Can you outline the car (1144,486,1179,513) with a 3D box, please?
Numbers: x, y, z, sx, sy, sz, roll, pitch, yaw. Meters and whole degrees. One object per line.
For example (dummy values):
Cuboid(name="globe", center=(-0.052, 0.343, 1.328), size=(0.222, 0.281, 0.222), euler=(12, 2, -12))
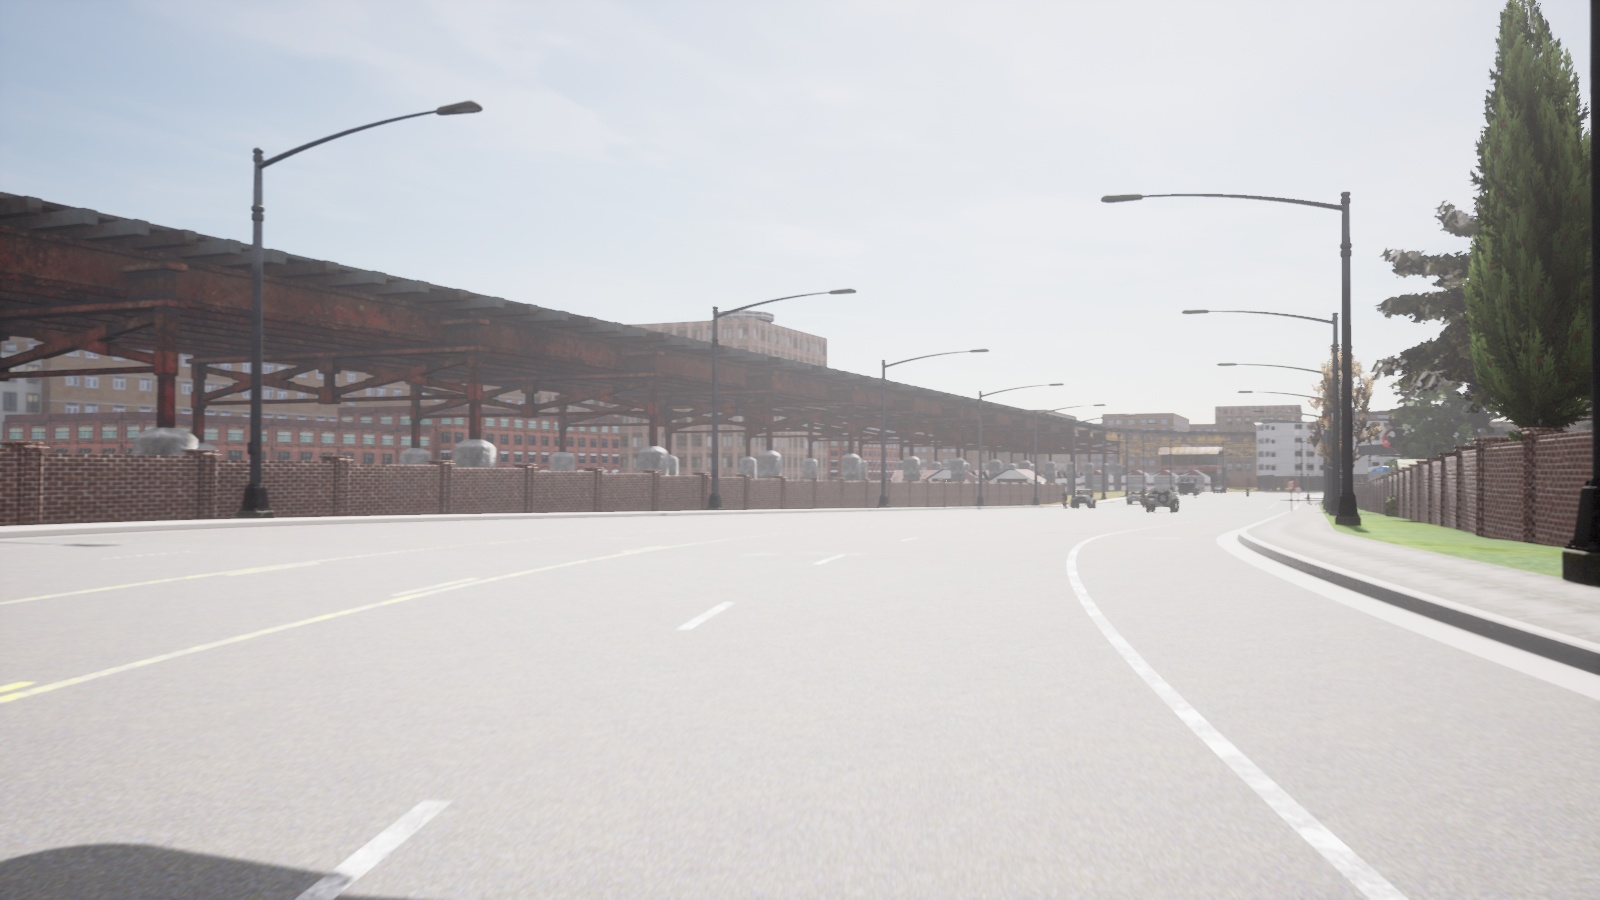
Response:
Cuboid(name="car", center=(25.554, 3.522, 88.696), size=(1.932, 1.855, 4.605), euler=(0, -2, 22))
